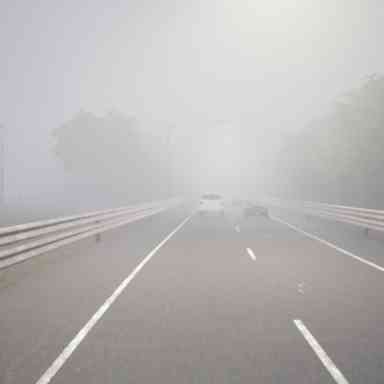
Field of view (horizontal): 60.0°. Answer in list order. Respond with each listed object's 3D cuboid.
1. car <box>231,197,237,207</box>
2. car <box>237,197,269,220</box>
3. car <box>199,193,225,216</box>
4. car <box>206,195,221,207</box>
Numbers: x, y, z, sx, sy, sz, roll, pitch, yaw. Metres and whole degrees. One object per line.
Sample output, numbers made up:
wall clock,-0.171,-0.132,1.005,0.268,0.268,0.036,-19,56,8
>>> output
car,6.623,1.398,47.338,1.895,1.301,4.718,0,0,4
car,5.064,1.375,27.110,2.128,1.511,4.902,0,1,5
car,1.808,1.070,30.205,2.150,2.045,5.566,0,0,5
car,3.246,1.262,49.067,2.128,1.511,4.902,0,0,4
